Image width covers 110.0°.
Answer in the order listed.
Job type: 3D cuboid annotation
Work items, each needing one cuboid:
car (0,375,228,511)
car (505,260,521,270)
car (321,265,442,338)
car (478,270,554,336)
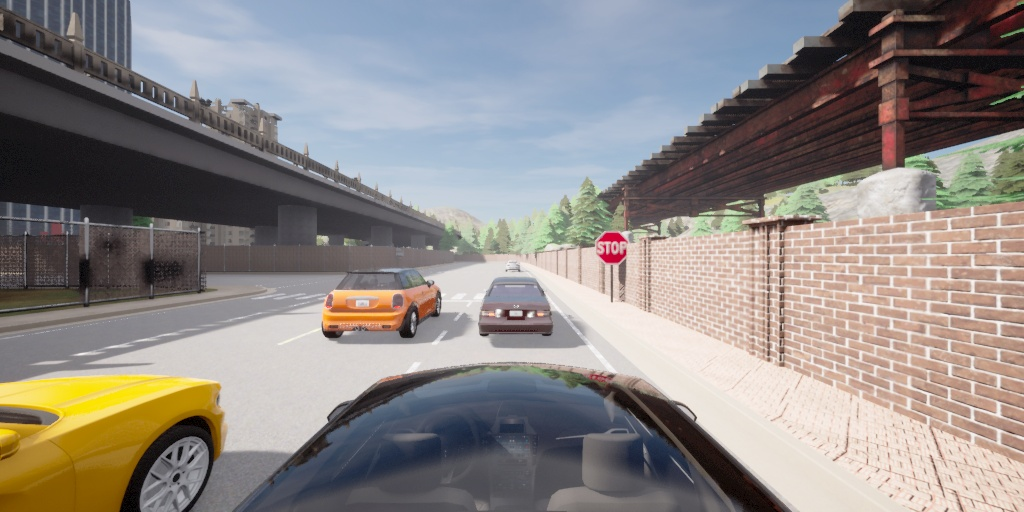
[{"bbox_3d":[-3.397,1.228,1.049,1.882,1.535,5.008,0,0,0],"label":"car"},{"bbox_3d":[0.106,1.273,46.209,1.812,1.442,4.674,0,0,-1],"label":"car"},{"bbox_3d":[-3.414,1.101,10.306,2.097,1.767,4.553,0,0,0],"label":"car"},{"bbox_3d":[0.087,1.297,10.326,2.033,1.411,5.357,0,0,0],"label":"car"}]
